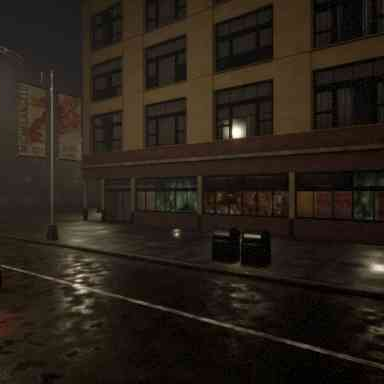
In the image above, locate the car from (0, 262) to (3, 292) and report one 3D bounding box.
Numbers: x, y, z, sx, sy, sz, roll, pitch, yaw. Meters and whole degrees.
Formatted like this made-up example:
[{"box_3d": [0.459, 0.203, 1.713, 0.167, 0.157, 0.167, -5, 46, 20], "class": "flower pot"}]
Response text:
[{"box_3d": [-5.832, 1.564, 7.719, 1.994, 1.385, 4.181, 0, 0, -40], "class": "car"}]
